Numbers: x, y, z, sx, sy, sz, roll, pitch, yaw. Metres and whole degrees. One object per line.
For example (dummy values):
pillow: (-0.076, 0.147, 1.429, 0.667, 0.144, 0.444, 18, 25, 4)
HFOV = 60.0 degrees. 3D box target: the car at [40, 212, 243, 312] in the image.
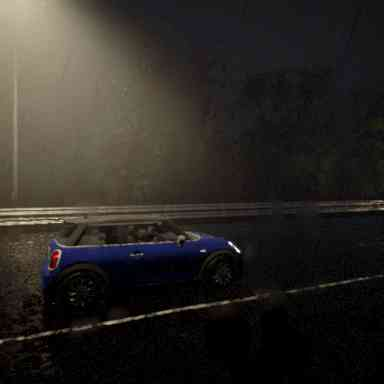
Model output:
car: (-1.041, 1.312, 7.760, 4.553, 1.767, 2.097, 0, 0, -26)
